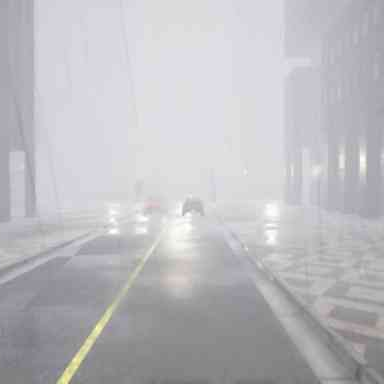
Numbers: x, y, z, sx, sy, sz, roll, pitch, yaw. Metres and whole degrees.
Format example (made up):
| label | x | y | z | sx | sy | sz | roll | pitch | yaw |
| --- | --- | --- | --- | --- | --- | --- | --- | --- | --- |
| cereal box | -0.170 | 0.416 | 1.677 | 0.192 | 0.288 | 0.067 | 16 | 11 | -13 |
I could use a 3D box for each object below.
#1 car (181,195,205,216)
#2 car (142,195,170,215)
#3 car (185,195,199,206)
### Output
| label | x | y | z | sx | sy | sz | roll | pitch | yaw |
| --- | --- | --- | --- | --- | --- | --- | --- | --- | --- |
| car | 0.079 | 1.259 | 29.342 | 1.837 | 1.490 | 4.892 | 0 | 0 | 0 |
| car | -3.112 | 1.104 | 29.699 | 2.097 | 1.767 | 4.553 | 0 | 1 | 0 |
| car | 0.002 | 1.173 | 47.007 | 1.994 | 1.385 | 4.181 | 0 | 1 | 0 |
